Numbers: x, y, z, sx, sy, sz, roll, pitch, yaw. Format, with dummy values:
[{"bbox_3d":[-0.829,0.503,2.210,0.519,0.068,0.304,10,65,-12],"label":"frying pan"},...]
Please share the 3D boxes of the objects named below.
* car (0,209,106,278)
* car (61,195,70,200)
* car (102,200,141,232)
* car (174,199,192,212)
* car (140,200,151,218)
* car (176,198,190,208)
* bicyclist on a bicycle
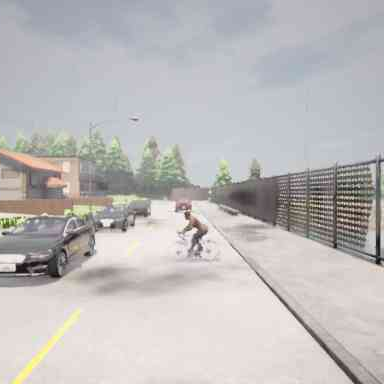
[{"bbox_3d":[-4.342,1.490,10.156,2.128,1.511,4.902,0,0,-2],"label":"car"},{"bbox_3d":[-18.499,1.130,45.111,3.633,1.501,1.845,0,0,-2],"label":"car"},{"bbox_3d":[-4.617,1.490,20.190,2.128,1.511,4.902,0,0,-2],"label":"car"},{"bbox_3d":[-0.947,1.522,37.984,1.812,1.442,4.674,0,0,-1],"label":"car"},{"bbox_3d":[-4.885,1.475,30.667,1.882,1.535,5.008,0,0,-1],"label":"car"},{"bbox_3d":[-1.277,1.596,48.235,1.895,1.301,4.718,0,0,-1],"label":"car"},{"bbox_3d":[0.034,1.435,10.542,1.656,1.620,0.582,-2,0,-2],"label":"bicyclist on a bicycle"}]
